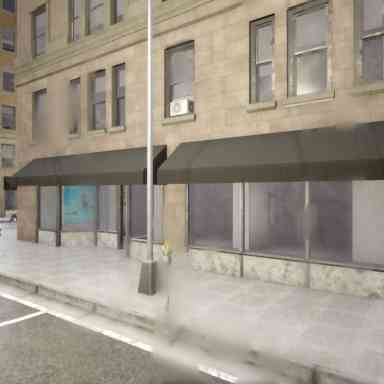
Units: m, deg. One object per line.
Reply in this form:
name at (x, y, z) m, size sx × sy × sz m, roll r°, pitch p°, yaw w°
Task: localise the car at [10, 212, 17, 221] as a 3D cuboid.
car at (-11.204, 1.636, 26.125) m, size 2.033 × 1.411 × 5.357 m, roll 0°, pitch 0°, yaw 36°
